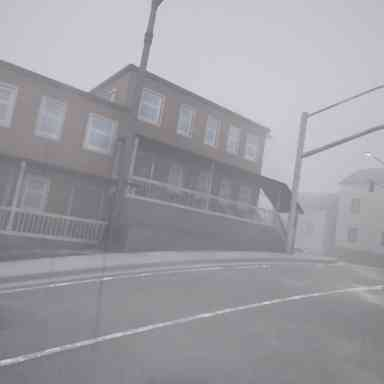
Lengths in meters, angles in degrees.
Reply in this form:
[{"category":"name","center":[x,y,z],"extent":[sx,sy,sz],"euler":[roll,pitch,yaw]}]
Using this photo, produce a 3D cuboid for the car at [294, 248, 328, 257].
[{"category":"car","center":[9.701,5.693,29.280],"extent":[1.812,1.442,4.674],"euler":[14,-16,-34]}]
